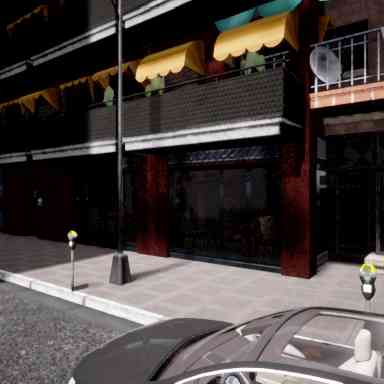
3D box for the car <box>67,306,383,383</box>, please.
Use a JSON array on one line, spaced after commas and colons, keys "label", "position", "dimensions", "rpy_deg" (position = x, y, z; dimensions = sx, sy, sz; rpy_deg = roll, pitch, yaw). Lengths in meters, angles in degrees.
[{"label": "car", "position": [0.894, 1.551, 2.234], "dimensions": [4.403, 1.369, 2.008], "rpy_deg": [0, 0, 36]}]
